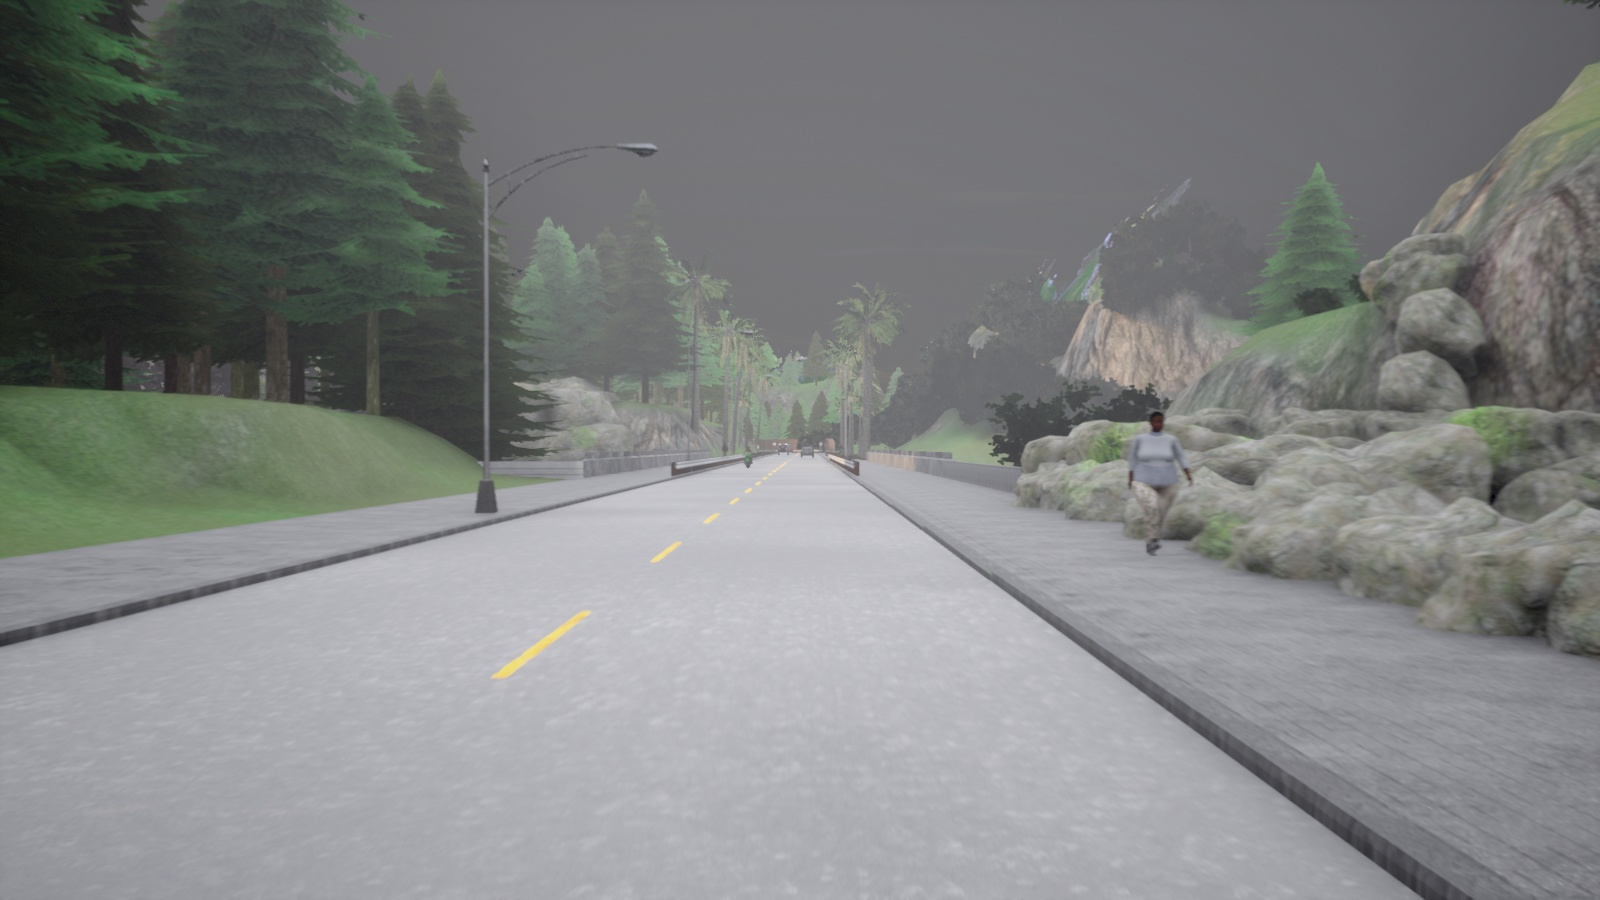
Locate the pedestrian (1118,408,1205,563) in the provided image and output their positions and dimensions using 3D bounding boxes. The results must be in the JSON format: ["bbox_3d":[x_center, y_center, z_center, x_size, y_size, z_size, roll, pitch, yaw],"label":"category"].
[{"bbox_3d":[4.448,0.418,15.504,0.874,1.855,0.900,0,0,5],"label":"pedestrian"}]
